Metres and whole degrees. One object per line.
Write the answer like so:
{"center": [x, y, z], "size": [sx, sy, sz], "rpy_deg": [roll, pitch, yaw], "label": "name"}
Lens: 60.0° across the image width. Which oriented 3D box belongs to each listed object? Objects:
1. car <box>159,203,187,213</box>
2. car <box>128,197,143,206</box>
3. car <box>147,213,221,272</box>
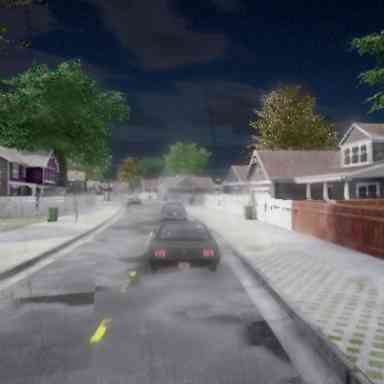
{"center": [-1.338, 1.457, 23.824], "size": [2.033, 1.411, 5.357], "rpy_deg": [0, 0, -6], "label": "car"}
{"center": [-8.502, 1.391, 49.576], "size": [1.994, 1.385, 4.181], "rpy_deg": [0, 0, -12], "label": "car"}
{"center": [-0.286, 1.559, 10.582], "size": [1.895, 1.301, 4.718], "rpy_deg": [0, 0, -2], "label": "car"}
